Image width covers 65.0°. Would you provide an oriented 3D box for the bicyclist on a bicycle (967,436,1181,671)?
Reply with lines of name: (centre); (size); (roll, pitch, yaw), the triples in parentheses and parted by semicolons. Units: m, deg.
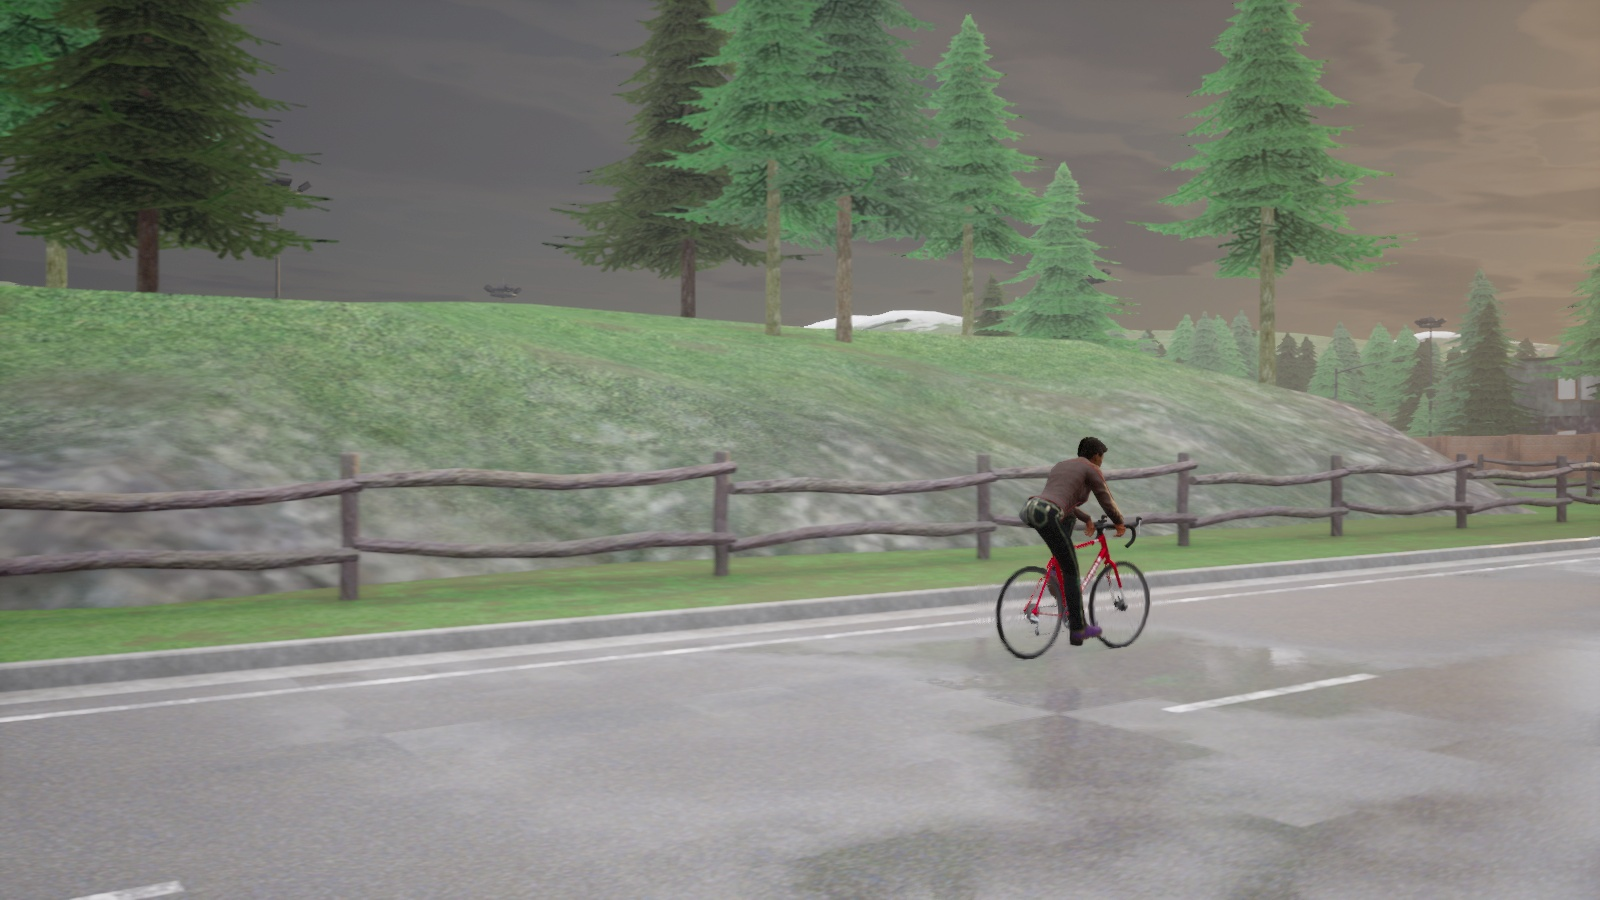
bicyclist on a bicycle: (2.063, 0.716, 9.359); (1.656, 1.620, 0.582); (0, 0, -35)
